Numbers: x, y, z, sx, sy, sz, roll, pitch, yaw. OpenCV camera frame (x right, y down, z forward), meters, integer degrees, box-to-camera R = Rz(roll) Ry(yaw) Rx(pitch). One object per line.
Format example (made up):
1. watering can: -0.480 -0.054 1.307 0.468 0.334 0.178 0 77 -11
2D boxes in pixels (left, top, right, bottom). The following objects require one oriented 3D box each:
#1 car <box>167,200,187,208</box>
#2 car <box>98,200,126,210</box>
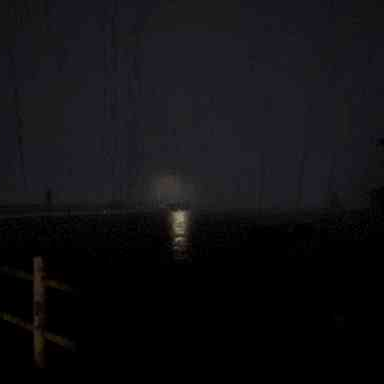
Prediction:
1. car: -2.942 2.294 65.661 1.882 1.535 5.008 0 -1 36
2. car: -12.533 2.040 52.349 2.097 1.767 4.553 0 -1 36
